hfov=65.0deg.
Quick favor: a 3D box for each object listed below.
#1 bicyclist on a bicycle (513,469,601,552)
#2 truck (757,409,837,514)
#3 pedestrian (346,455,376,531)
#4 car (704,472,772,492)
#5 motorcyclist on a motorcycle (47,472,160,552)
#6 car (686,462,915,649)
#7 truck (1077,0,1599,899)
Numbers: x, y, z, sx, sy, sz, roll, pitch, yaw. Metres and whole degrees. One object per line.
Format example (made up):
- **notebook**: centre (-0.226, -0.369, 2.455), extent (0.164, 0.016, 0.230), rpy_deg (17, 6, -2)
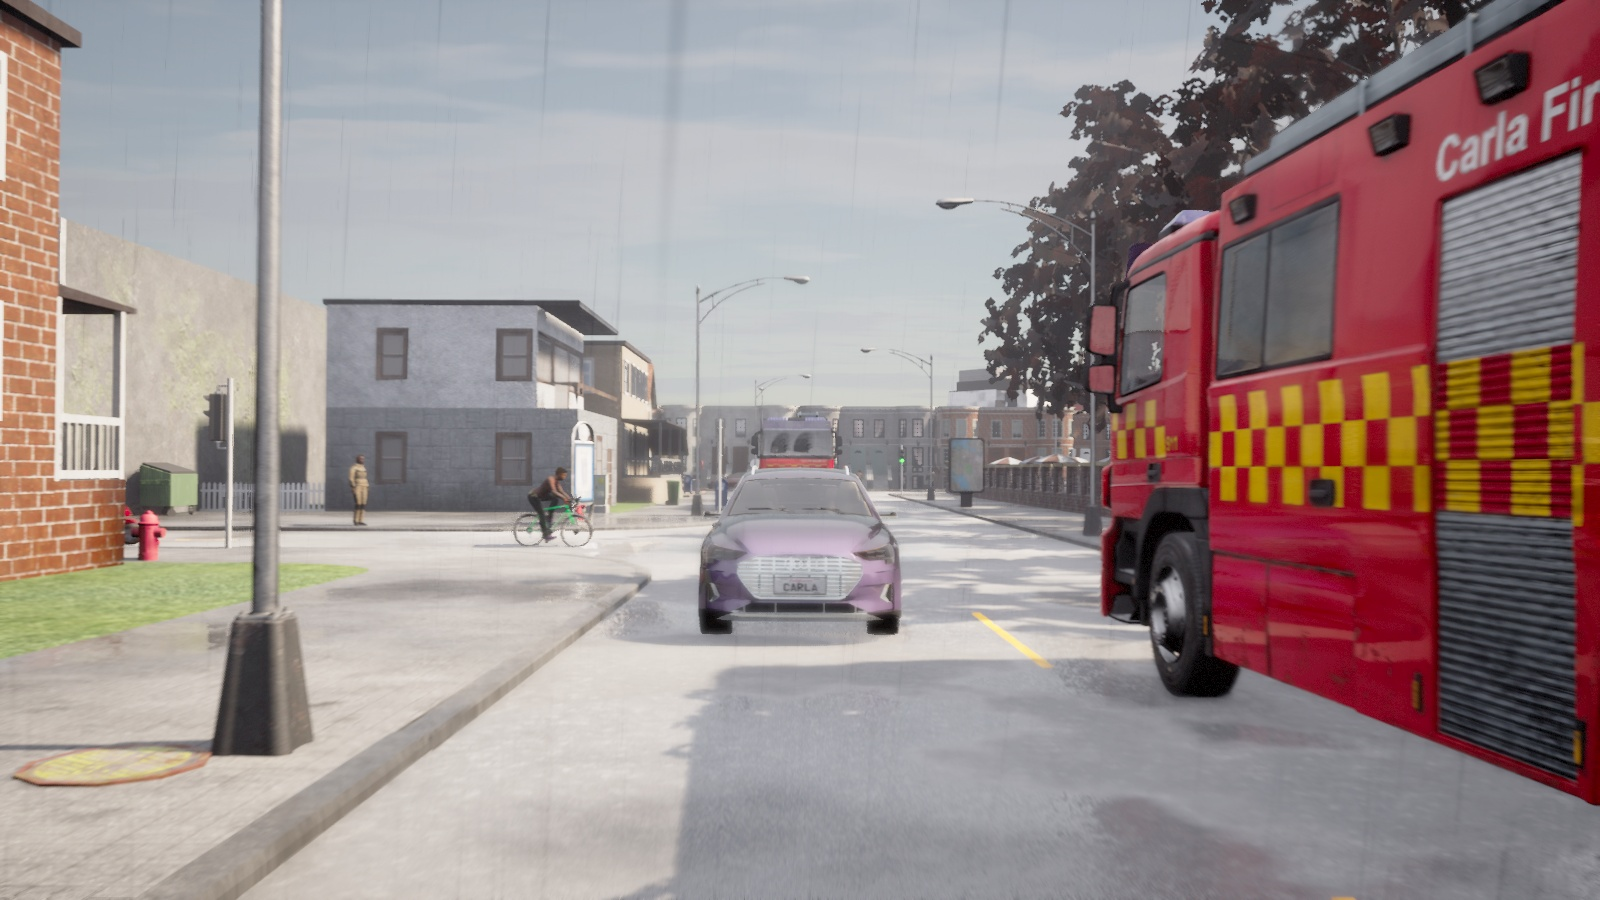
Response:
- **bicyclist on a bicycle**: centre (-4.918, 1.213, 25.449), extent (1.656, 1.620, 0.582), rpy_deg (0, 0, 7)
- **truck**: centre (-0.127, 0.487, 49.985), extent (2.891, 3.827, 8.468), rpy_deg (0, -1, 0)
- **pedestrian**: centre (-11.292, 1.110, 32.312), extent (0.692, 1.930, 0.396), rpy_deg (-1, -1, 33)
- **car**: centre (-4.665, 2.427, 95.238), extent (4.792, 1.488, 2.163), rpy_deg (0, -1, 8)
- **motorcyclist on a motorcycle**: centre (-14.168, 1.253, 25.573), extent (1.817, 1.590, 0.866), rpy_deg (0, -1, 0)
- **car**: centre (0.007, 0.972, 13.572), extent (2.033, 1.649, 4.856), rpy_deg (0, -1, 0)
- **truck**: centre (4.086, -0.255, 6.654), extent (2.891, 3.827, 8.468), rpy_deg (0, -1, -3)
